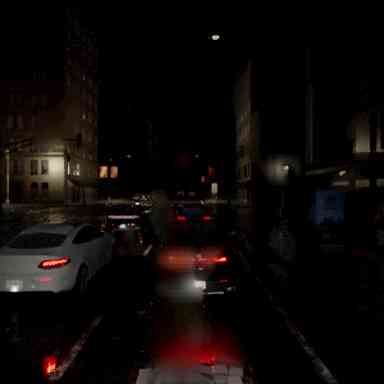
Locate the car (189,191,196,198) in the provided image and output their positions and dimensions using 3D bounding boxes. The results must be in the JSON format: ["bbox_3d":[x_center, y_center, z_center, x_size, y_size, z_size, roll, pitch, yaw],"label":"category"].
[{"bbox_3d":[0.100,0.760,83.267,1.895,1.301,4.718,0,1,0],"label":"car"}]

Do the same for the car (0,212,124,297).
[{"bbox_3d":[-3.146,1.444,8.216,1.812,1.442,4.674,0,1,0],"label":"car"}]

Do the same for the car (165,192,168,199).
[{"bbox_3d":[-6.409,0.777,75.619,1.812,1.442,4.674,0,1,0],"label":"car"}]

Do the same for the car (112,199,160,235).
[{"bbox_3d":[-3.131,1.320,17.482,2.128,1.511,4.902,0,1,0],"label":"car"}]

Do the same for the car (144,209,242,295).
[{"bbox_3d":[0.103,1.420,8.466,1.837,1.490,4.892,0,1,0],"label":"car"}]

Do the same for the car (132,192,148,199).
[{"bbox_3d":[-9.727,0.911,60.506,1.837,1.490,4.892,0,1,1],"label":"car"}]

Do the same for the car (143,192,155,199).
[{"bbox_3d":[-9.659,0.778,75.620,2.128,1.511,4.902,0,1,0],"label":"car"}]

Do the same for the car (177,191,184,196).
[{"bbox_3d":[-3.138,0.373,93.241,1.882,1.535,5.008,0,1,0],"label":"car"}]

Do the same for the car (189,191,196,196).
[{"bbox_3d":[0.112,0.435,93.237,2.033,1.411,5.357,0,1,0],"label":"car"}]

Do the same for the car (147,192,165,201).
[{"bbox_3d":[-6.478,0.910,60.550,1.837,1.490,4.892,0,1,1],"label":"car"}]

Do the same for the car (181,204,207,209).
[{"bbox_3d":[0.103,1.353,17.583,1.812,1.442,4.674,0,1,0],"label":"car"}]

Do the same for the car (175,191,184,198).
[{"bbox_3d":[-3.151,0.694,82.824,2.128,1.511,4.902,0,1,0],"label":"car"}]
